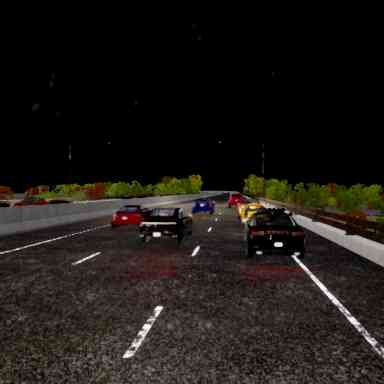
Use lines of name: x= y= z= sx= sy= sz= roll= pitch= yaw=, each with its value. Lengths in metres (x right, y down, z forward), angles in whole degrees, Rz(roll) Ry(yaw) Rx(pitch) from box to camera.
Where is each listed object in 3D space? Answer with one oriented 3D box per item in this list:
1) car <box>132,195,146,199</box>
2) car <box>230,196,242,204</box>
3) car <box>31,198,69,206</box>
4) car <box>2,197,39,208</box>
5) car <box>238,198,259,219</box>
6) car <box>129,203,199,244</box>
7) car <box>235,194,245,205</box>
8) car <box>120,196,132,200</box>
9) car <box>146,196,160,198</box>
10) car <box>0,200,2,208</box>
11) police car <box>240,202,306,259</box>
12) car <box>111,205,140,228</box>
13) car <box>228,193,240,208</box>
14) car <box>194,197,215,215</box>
car: x=-11.381 y=1.451 z=74.827 sx=1.882 sy=1.535 sz=5.008 roll=0 pitch=0 yaw=7
car: x=8.437 y=1.473 z=64.161 sx=2.128 sy=1.511 sz=4.902 roll=0 pitch=0 yaw=7
car: x=-13.292 y=1.519 z=32.660 sx=1.812 sy=1.442 sz=4.674 roll=0 pitch=0 yaw=7
car: x=-16.641 y=1.345 z=34.068 sx=2.097 sy=1.767 sz=4.553 roll=0 pitch=0 yaw=7
car: x=4.267 y=1.451 z=22.855 sx=1.801 sy=1.575 sz=5.366 roll=0 pitch=0 yaw=7
car: x=-1.102 y=1.489 z=15.867 sx=2.128 sy=1.511 sz=4.902 roll=0 pitch=0 yaw=7
car: x=4.992 y=1.345 z=28.590 sx=2.097 sy=1.767 sz=4.553 roll=0 pitch=0 yaw=7
car: x=-14.853 y=1.526 z=75.266 sx=1.994 sy=1.385 sz=4.181 roll=0 pitch=0 yaw=7
car: x=-8.013 y=1.515 z=73.560 sx=2.033 sy=1.411 sz=5.357 roll=0 pitch=0 yaw=7
car: x=-20.126 y=1.557 z=34.402 sx=1.994 sy=1.385 sz=4.181 roll=0 pitch=0 yaw=7
police car: x=3.001 y=1.423 z=12.855 sx=1.930 sy=1.638 sz=5.238 roll=0 pitch=0 yaw=7
car: x=-3.832 y=1.559 z=22.192 sx=1.994 sy=1.385 sz=4.181 roll=0 pitch=0 yaw=7
car: x=6.275 y=1.210 z=47.079 sx=2.150 sy=2.045 sz=5.566 roll=0 pitch=0 yaw=7
car: x=1.266 y=1.345 z=34.584 sx=2.097 sy=1.767 sz=4.553 roll=0 pitch=0 yaw=7
